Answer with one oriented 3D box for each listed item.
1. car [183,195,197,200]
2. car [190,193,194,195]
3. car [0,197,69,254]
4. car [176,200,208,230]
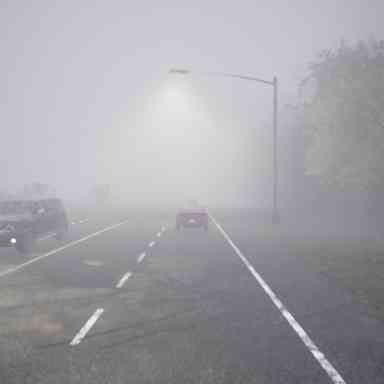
[{"bbox_3d":[0.000,1.608,49.355,2.033,1.411,5.357,0,0,0],"label":"car"},{"bbox_3d":[0.002,1.583,85.067,1.837,1.490,4.892,0,0,0],"label":"car"},{"bbox_3d":[-7.057,1.247,13.979,2.150,2.045,5.566,0,0,0],"label":"car"},{"bbox_3d":[0.002,1.510,21.268,1.882,1.535,5.008,0,0,0],"label":"car"}]
